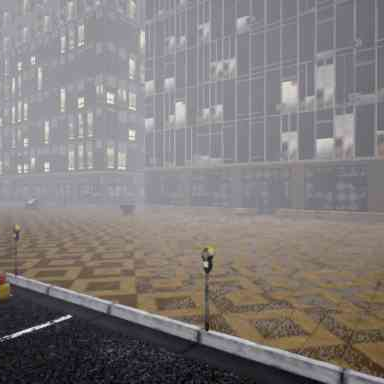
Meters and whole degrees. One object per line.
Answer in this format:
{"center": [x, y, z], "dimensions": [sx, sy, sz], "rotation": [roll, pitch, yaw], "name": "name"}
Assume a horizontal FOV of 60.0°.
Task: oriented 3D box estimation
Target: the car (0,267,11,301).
{"center": [-5.589, 1.526, 6.827], "dimensions": [4.829, 1.417, 1.752], "rotation": [0, 0, 35], "name": "car"}
